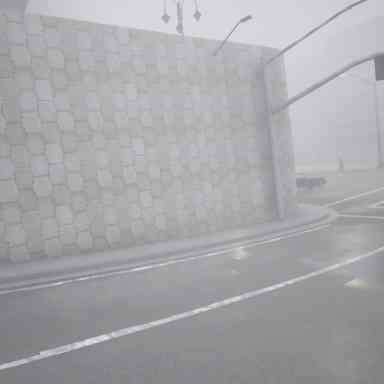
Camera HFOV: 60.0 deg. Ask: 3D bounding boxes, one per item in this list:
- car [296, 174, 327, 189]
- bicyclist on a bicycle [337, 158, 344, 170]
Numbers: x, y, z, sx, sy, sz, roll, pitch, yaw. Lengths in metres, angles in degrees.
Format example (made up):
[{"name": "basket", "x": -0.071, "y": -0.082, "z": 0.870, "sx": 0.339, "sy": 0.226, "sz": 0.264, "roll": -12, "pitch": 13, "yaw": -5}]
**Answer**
[{"name": "car", "x": 10.010, "y": -1.021, "z": 30.968, "sx": 1.895, "sy": 1.301, "sz": 4.718, "roll": -11, "pitch": 6, "yaw": -35}, {"name": "bicyclist on a bicycle", "x": 20.056, "y": -3.831, "z": 44.892, "sx": 1.656, "sy": 1.620, "sz": 0.582, "roll": -11, "pitch": 6, "yaw": -35}]
